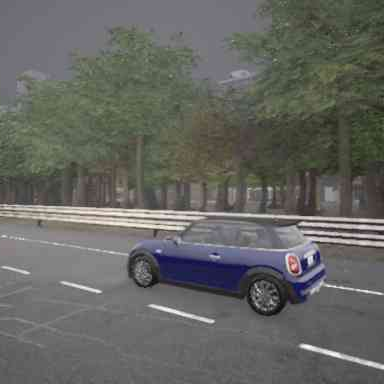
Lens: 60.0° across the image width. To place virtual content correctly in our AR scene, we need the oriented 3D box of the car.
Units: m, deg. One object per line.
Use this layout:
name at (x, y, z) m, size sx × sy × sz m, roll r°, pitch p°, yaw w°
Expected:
car at (0.588, 1.357, 7.749) m, size 4.553 × 1.767 × 2.097 m, roll 0°, pitch 0°, yaw 36°
